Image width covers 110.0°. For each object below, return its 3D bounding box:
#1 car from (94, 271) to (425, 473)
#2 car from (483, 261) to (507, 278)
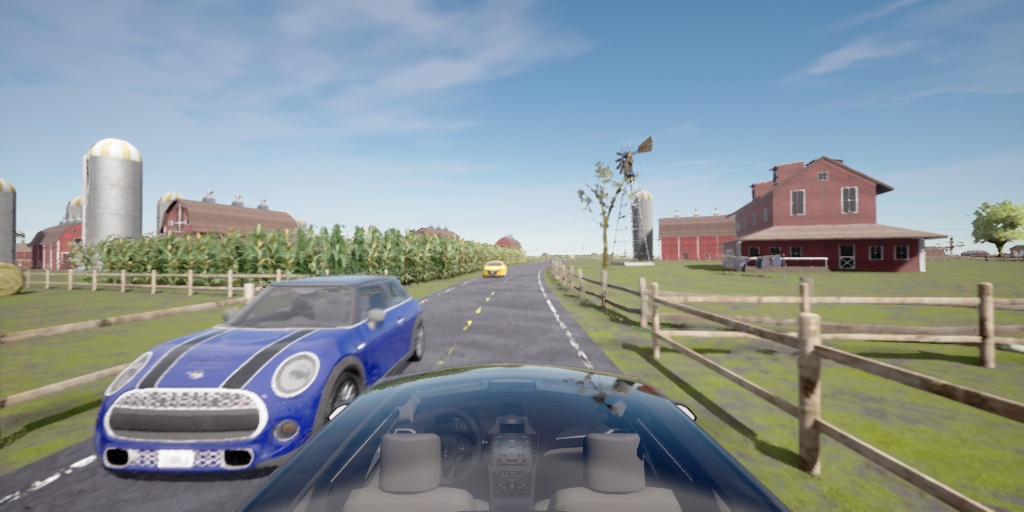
[{"bbox_3d":[-2.787,1.100,5.242,2.097,1.767,4.553,0,0,1],"label":"car"},{"bbox_3d":[-1.566,1.238,34.474,1.882,1.535,5.008,0,0,4],"label":"car"}]
